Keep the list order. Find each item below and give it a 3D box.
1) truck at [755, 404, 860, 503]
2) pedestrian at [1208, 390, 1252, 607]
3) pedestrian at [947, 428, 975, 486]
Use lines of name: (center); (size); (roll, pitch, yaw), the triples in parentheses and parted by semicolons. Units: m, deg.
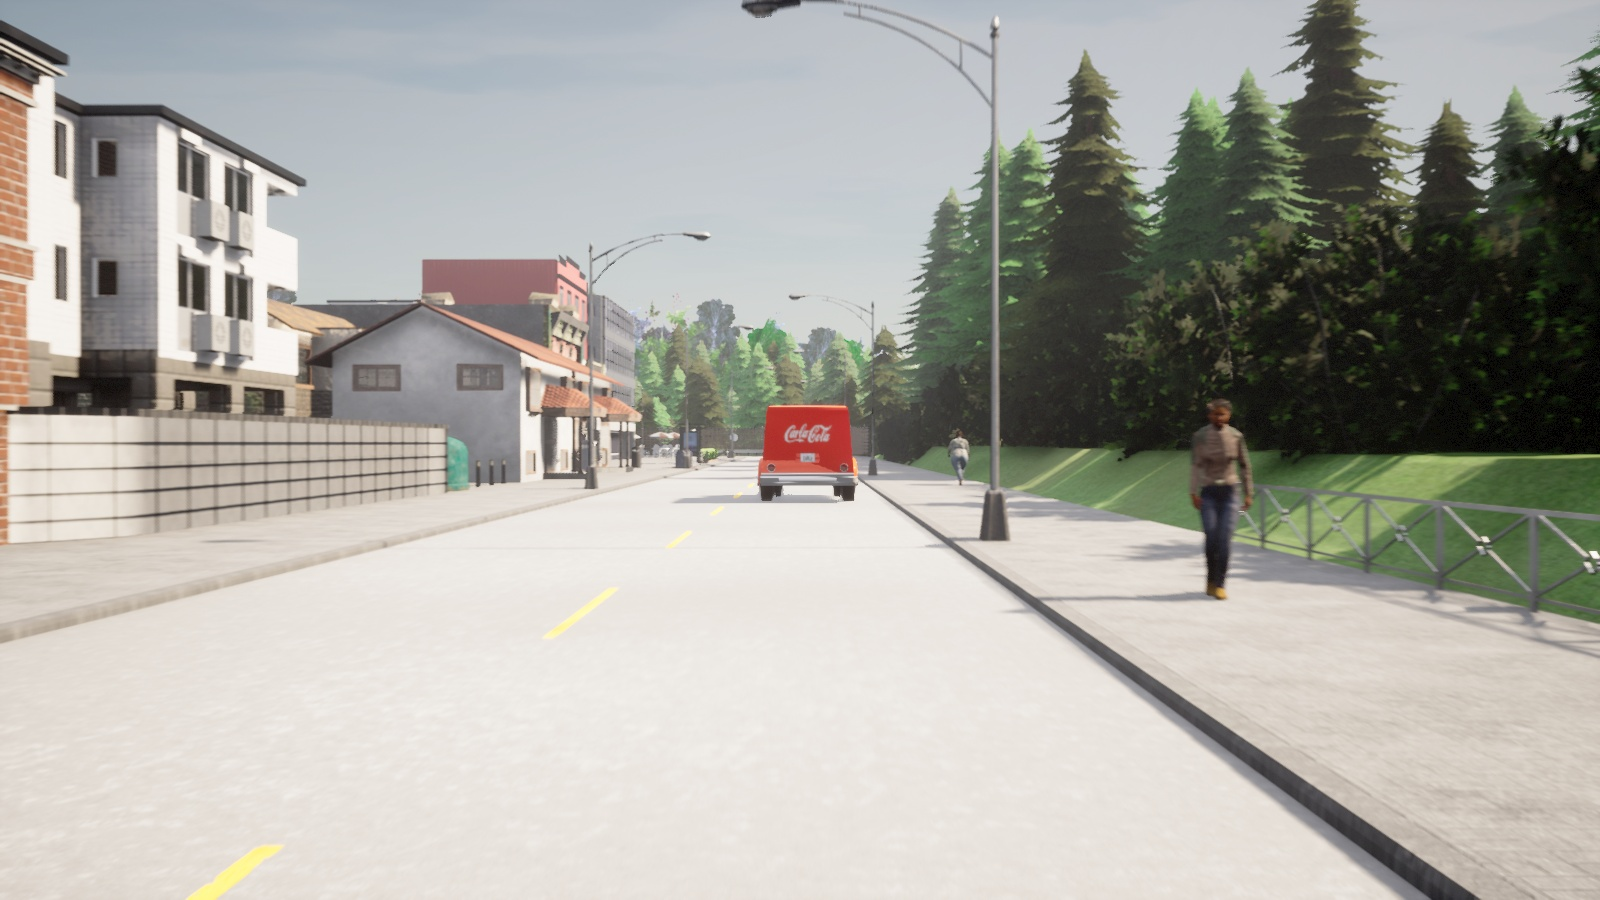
truck: (0.209, 0.070, 34.034); (2.627, 2.467, 5.204); (0, 0, 0)
pedestrian: (3.716, 0.399, 10.875); (0.328, 1.805, 0.869); (0, 0, 17)
pedestrian: (5.235, 0.233, 40.877); (0.874, 1.855, 0.900); (0, 0, 4)
